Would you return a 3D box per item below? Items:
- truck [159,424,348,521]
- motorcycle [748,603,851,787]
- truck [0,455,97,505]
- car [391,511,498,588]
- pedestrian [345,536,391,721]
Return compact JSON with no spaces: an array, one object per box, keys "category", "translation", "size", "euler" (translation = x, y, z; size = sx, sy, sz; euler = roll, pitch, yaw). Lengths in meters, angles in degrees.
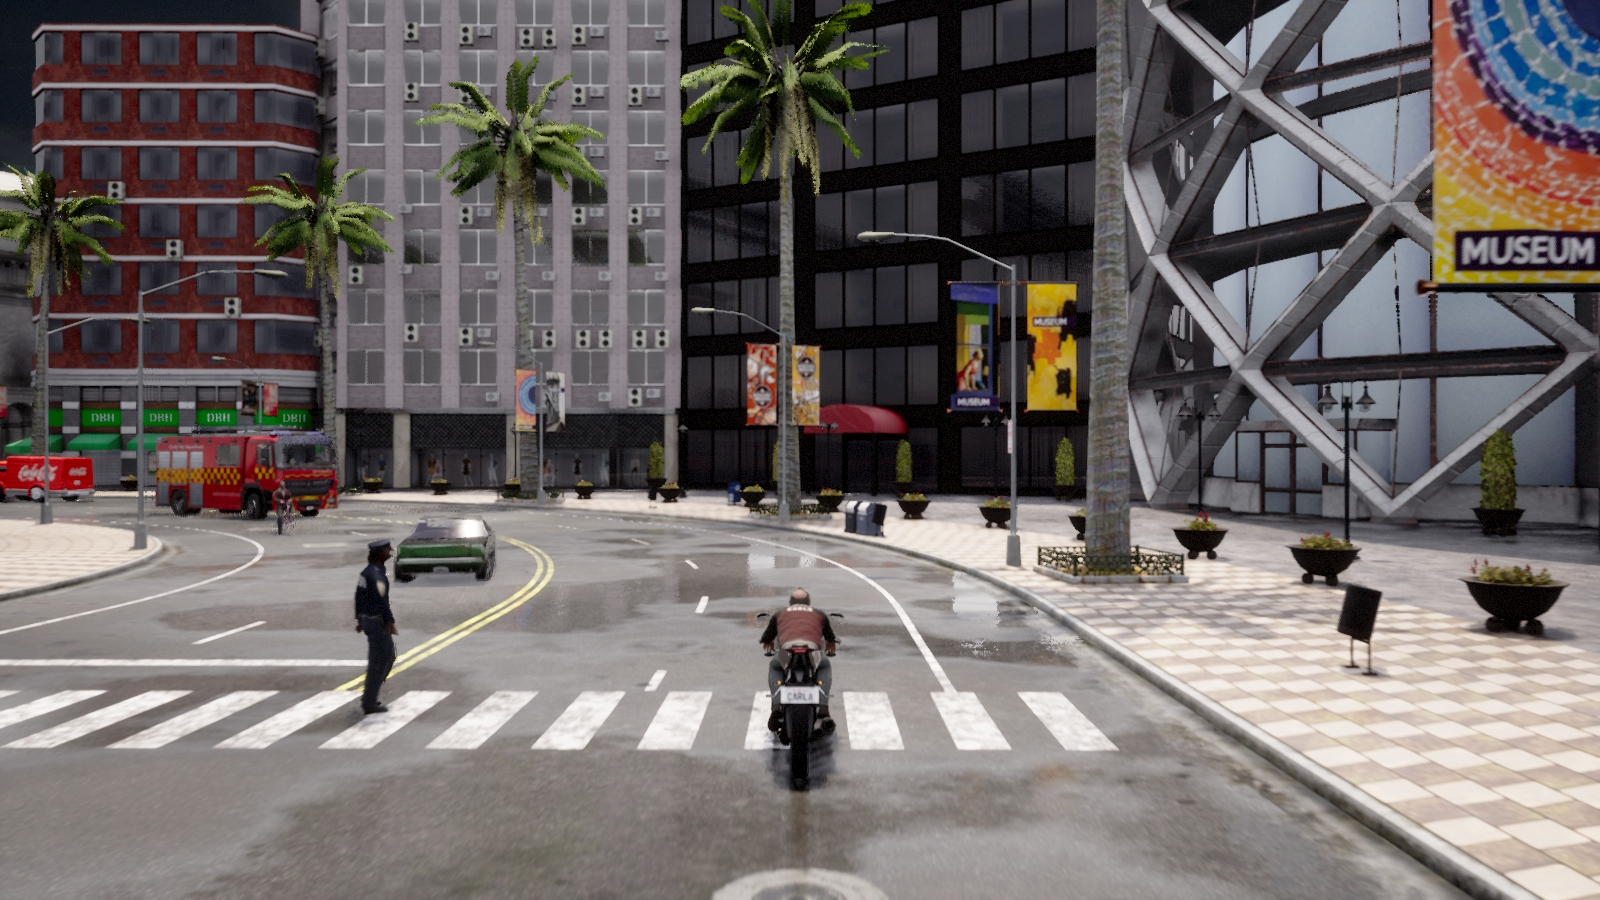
[{"category":"truck","translation":[-23.104,0.888,48.149],"size":[8.468,3.827,2.891],"euler":[0,0,30]},{"category":"motorcycle","translation":[-0.001,2.204,10.698],"size":[0.867,1.251,2.209],"euler":[0,0,0]},{"category":"truck","translation":[-41.271,1.585,61.626],"size":[5.204,2.467,2.627],"euler":[1,0,8]},{"category":"car","translation":[-7.874,2.154,25.677],"size":[1.895,1.301,4.718],"euler":[0,0,-12]},{"category":"pedestrian","translation":[-4.532,1.848,11.986],"size":[0.375,1.860,0.375],"euler":[0,0,-36]}]
